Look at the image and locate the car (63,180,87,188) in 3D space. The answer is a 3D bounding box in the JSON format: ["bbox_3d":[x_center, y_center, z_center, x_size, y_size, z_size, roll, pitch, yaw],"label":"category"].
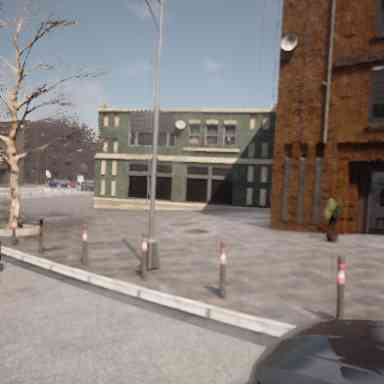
[{"bbox_3d":[-25.708,-1.779,72.932,4.674,1.452,2.002,4,3,21],"label":"car"}]

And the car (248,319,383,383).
[{"bbox_3d":[2.672,1.509,1.875,4.892,1.490,1.837,0,0,35],"label":"car"}]

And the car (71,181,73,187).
[{"bbox_3d":[-26.720,-1.751,70.368,5.008,1.535,2.097,4,3,21],"label":"car"}]

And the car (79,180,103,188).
[{"bbox_3d":[-23.699,-1.960,78.070,4.892,1.521,2.231,4,3,21],"label":"car"}]

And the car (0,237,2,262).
[{"bbox_3d":[-7.198,1.358,9.622,4.892,1.490,1.837,2,1,40],"label":"car"}]

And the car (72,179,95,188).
[{"bbox_3d":[-24.667,-2.012,75.480,4.553,1.767,2.185,4,3,21],"label":"car"}]

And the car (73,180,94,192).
[{"bbox_3d":[-18.019,-0.798,58.509,2.128,1.511,4.902,4,3,21],"label":"car"}]

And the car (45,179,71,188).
[{"bbox_3d":[-27.688,-1.809,67.778,4.553,1.767,2.185,4,3,21],"label":"car"}]
